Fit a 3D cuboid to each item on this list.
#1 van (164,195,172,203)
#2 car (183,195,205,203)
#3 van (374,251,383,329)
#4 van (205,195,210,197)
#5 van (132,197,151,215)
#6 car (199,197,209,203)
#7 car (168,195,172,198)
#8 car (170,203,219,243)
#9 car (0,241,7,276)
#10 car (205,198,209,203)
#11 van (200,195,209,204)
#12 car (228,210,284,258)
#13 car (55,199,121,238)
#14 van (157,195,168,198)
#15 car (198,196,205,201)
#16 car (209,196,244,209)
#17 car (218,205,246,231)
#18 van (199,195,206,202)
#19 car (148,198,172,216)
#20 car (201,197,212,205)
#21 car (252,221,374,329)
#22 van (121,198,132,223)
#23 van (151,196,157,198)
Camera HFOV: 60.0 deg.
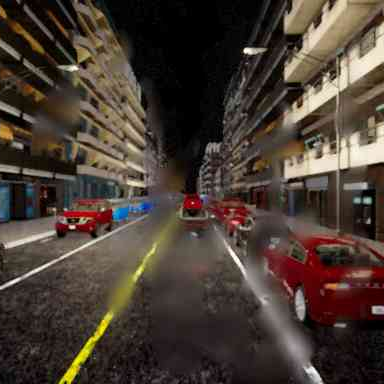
[{"bbox_3d":[-5.725,1.611,80.603,1.690,1.788,3.998,0,0,0],"label":"van"},{"bbox_3d":[0.081,1.337,40.053,2.150,2.045,5.566,0,0,0],"label":"car"},{"bbox_3d":[2.696,1.345,1.338,1.690,1.788,3.998,0,0,0],"label":"van"},{"bbox_3d":[2.670,1.499,52.297,1.690,1.788,3.998,0,0,0],"label":"van"},{"bbox_3d":[-5.701,1.440,35.306,1.690,1.788,3.998,0,0,0],"label":"van"},{"bbox_3d":[2.657,1.811,74.944,1.947,1.339,4.313,0,0,0],"label":"car"},{"bbox_3d":[-5.720,1.767,69.279,1.887,1.381,4.507,0,0,0],"label":"car"},{"bbox_3d":[0.090,1.548,16.352,1.837,1.490,4.892,0,0,0],"label":"car"},{"bbox_3d":[-5.688,1.568,6.996,2.008,1.369,4.403,0,0,0],"label":"car"},{"bbox_3d":[2.674,1.700,40.971,1.802,1.307,4.206,0,0,0],"label":"car"},{"bbox_3d":[2.661,1.563,69.284,1.690,1.788,3.998,0,0,0],"label":"van"},{"bbox_3d":[2.689,1.597,12.662,1.947,1.339,4.313,0,0,0],"label":"car"},{"bbox_3d":[-5.692,1.362,18.319,2.192,1.841,5.009,0,0,0],"label":"car"},{"bbox_3d":[-5.713,1.519,57.954,1.690,1.788,3.998,0,0,0],"label":"van"},{"bbox_3d":[2.649,1.887,91.930,1.947,1.339,4.313,0,0,0],"label":"car"},{"bbox_3d":[2.684,1.378,23.987,2.192,1.841,5.009,0,0,0],"label":"car"},{"bbox_3d":[2.686,1.629,18.324,1.802,1.307,4.206,0,0,0],"label":"car"},{"bbox_3d":[2.653,1.636,86.270,1.690,1.788,3.998,0,0,0],"label":"van"},{"bbox_3d":[-3.057,1.620,34.180,1.812,1.442,4.674,0,0,0],"label":"car"},{"bbox_3d":[2.664,1.744,63.621,1.887,1.381,4.507,0,0,0],"label":"car"},{"bbox_3d":[2.692,1.562,7.000,1.887,1.381,4.507,0,0,0],"label":"car"},{"bbox_3d":[-5.696,1.404,23.982,1.690,1.788,3.998,0,0,0],"label":"van"},{"bbox_3d":[-5.704,1.459,40.968,1.690,1.788,3.998,0,0,0],"label":"van"}]
